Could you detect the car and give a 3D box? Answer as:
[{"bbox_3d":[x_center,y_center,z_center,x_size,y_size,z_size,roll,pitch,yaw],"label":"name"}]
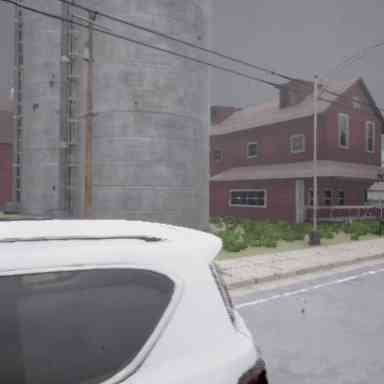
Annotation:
[{"bbox_3d":[-2.206,1.207,1.481,5.566,2.045,2.150,1,0,-28],"label":"car"}]
